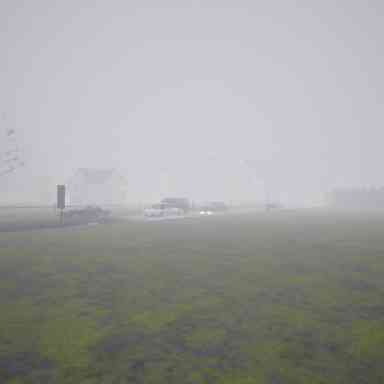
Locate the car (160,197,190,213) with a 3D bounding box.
[{"bbox_3d":[-2.493,1.675,40.616,2.150,2.045,5.566,1,0,36],"label":"car"}]

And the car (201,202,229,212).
[{"bbox_3d":[3.541,2.137,49.037,2.033,1.411,5.357,1,0,36],"label":"car"}]

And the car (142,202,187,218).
[{"bbox_3d":[-2.987,2.018,34.843,1.895,1.301,4.718,1,0,35],"label":"car"}]

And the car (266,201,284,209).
[{"bbox_3d":[15.094,2.388,60.251,1.994,1.385,4.181,1,0,35],"label":"car"}]

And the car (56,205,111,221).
[{"bbox_3d":[-9.828,1.883,30.332,1.895,1.301,4.718,1,0,35],"label":"car"}]
